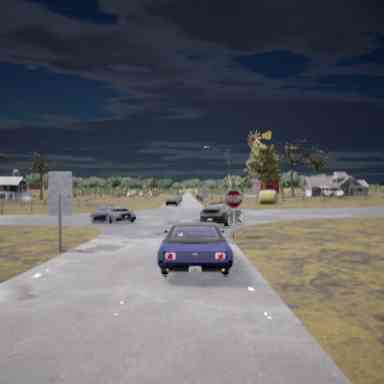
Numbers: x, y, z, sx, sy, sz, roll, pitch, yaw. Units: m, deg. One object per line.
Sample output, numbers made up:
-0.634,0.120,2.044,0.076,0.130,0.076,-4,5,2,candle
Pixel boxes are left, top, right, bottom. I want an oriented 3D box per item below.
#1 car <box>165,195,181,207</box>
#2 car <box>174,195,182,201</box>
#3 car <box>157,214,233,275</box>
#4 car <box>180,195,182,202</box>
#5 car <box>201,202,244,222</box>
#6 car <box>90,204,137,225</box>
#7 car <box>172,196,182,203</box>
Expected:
-3.096,1.558,51.503,1.895,1.301,4.718,0,0,-1,car
-3.294,1.478,81.115,1.837,1.490,4.892,0,0,-1,car
0.078,1.585,10.301,1.895,1.301,4.718,0,0,0,car
-3.156,1.463,60.788,1.837,1.490,4.892,0,0,0,car
2.152,1.469,23.004,1.837,1.490,4.892,-1,0,25,car
-5.780,1.597,24.230,1.994,1.385,4.181,-2,-1,-41,car
-3.203,1.518,70.849,1.994,1.385,4.181,0,0,-1,car
